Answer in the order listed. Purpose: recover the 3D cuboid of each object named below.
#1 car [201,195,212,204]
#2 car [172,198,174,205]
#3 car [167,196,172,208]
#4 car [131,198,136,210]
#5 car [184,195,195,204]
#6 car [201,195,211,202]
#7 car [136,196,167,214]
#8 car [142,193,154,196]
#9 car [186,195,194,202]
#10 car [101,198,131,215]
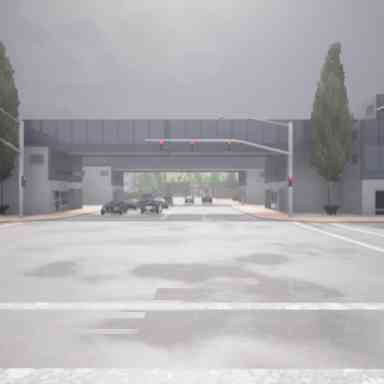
[{"bbox_3d":[2.995,1.484,65.092,1.837,1.490,4.892,0,0,0],"label":"car"},{"bbox_3d":[-4.139,1.484,56.110,1.837,1.490,4.892,0,1,1],"label":"car"},{"bbox_3d":[-4.220,1.549,44.517,1.994,1.385,4.181,0,0,0],"label":"car"},{"bbox_3d":[-7.734,1.534,42.776,2.033,1.411,5.357,0,0,0],"label":"car"},{"bbox_3d":[-0.506,1.526,64.886,2.033,1.411,5.357,0,0,0],"label":"car"},{"bbox_3d":[3.051,1.412,74.480,2.128,1.511,4.902,0,0,0],"label":"car"},{"bbox_3d":[-4.261,1.480,35.607,2.128,1.511,4.902,0,0,1],"label":"car"},{"bbox_3d":[-7.640,1.201,57.042,2.150,2.045,5.566,0,0,-1],"label":"car"},{"bbox_3d":[-0.448,1.373,74.573,1.882,1.535,5.008,0,0,0],"label":"car"},{"bbox_3d":[-7.784,1.553,33.575,1.994,1.385,4.181,0,0,1],"label":"car"}]
